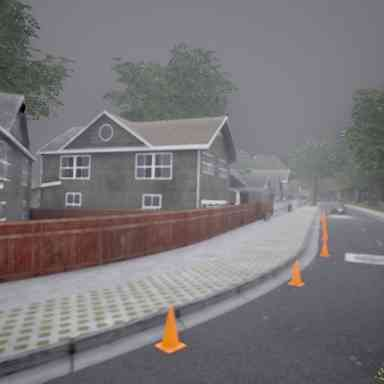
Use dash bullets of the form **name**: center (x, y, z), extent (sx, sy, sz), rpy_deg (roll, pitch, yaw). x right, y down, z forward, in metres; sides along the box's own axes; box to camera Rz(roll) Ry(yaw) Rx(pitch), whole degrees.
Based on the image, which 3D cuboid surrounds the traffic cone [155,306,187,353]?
- **traffic cone**: center (-0.311, 1.994, 4.936), extent (0.340, 0.580, 0.340), rpy_deg (1, 0, -44)

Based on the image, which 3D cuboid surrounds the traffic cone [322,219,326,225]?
- **traffic cone**: center (8.572, 2.217, 21.486), extent (0.340, 0.580, 0.340), rpy_deg (1, -1, 21)

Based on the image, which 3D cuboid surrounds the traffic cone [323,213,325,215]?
- **traffic cone**: center (12.228, 2.376, 30.795), extent (0.340, 0.580, 0.340), rpy_deg (1, -1, 21)

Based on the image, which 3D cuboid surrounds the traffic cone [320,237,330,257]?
- **traffic cone**: center (4.928, 2.073, 12.335), extent (0.340, 0.580, 0.340), rpy_deg (1, 0, 25)

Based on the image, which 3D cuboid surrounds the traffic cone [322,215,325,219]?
- **traffic cone**: center (10.400, 2.296, 26.141), extent (0.340, 0.580, 0.340), rpy_deg (1, -1, 21)

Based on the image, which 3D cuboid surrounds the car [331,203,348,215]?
- **car**: center (19.183, 2.167, 43.413), extent (2.128, 1.511, 4.902), rpy_deg (1, -1, 20)

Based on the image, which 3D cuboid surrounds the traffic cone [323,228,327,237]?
- **traffic cone**: center (6.745, 2.138, 16.831), extent (0.340, 0.580, 0.340), rpy_deg (1, 0, 21)
